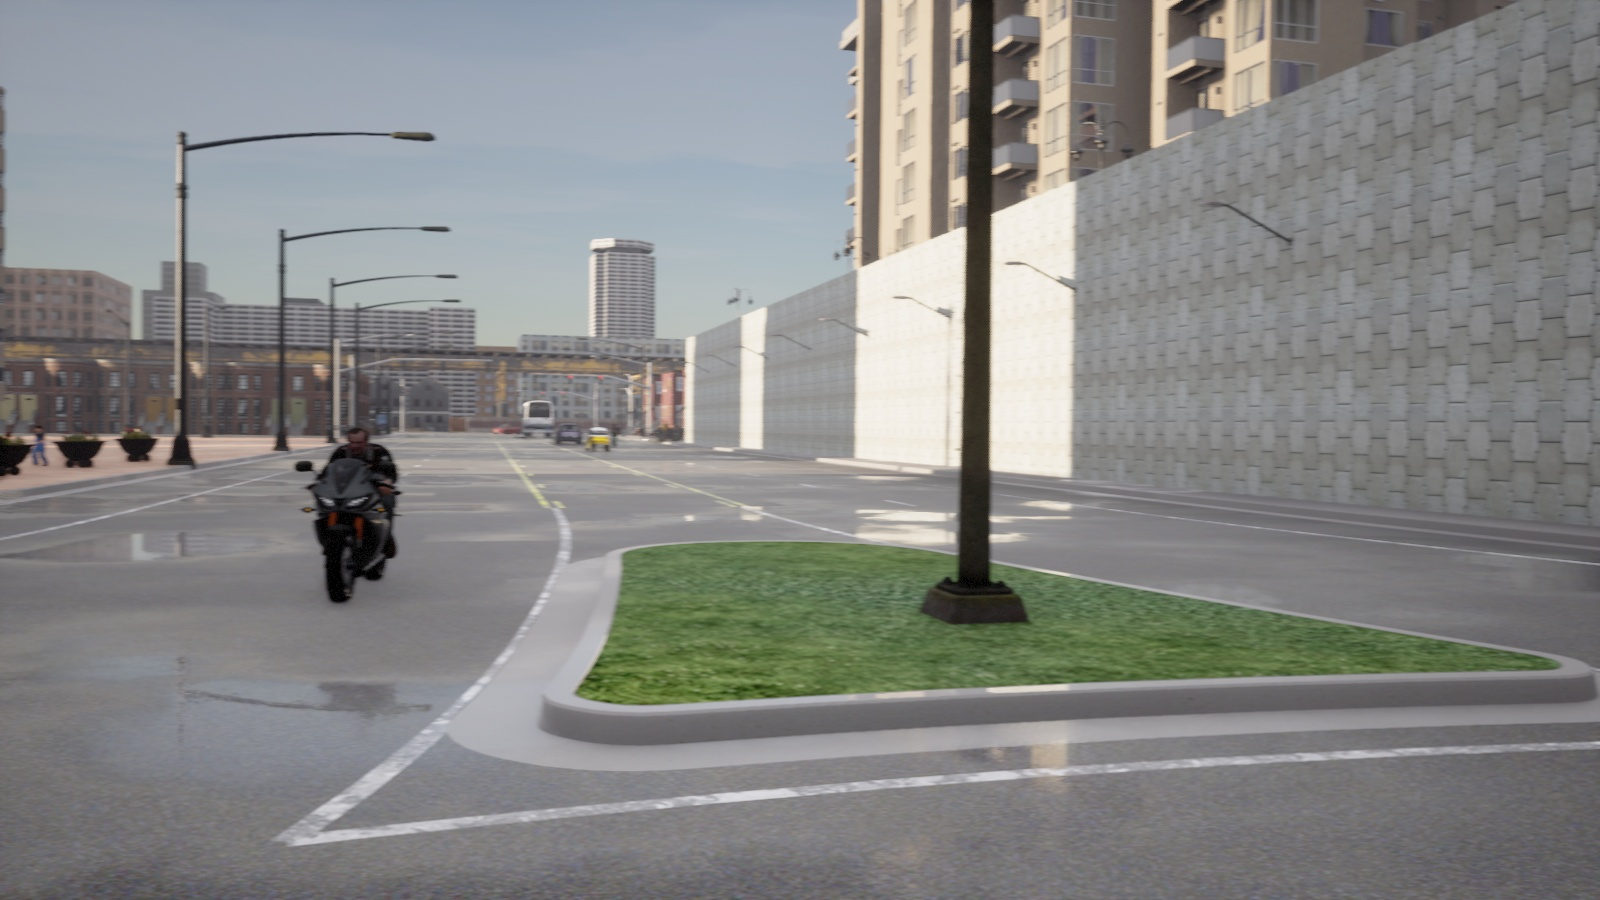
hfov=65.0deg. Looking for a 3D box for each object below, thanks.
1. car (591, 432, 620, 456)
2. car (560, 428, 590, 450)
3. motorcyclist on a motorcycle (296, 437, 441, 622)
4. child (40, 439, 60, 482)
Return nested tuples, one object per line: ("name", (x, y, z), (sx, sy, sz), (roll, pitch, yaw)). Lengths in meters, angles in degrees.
("car", (-11.262, -0.363, 72.604), (1.481, 1.376, 2.207), (-1, 1, -14))
("car", (-17.554, -0.885, 97.794), (2.033, 1.649, 4.856), (-1, 1, -14))
("motorcyclist on a motorcycle", (-3.958, 0.658, 11.709), (0.866, 1.530, 2.191), (-1, 1, -8))
("child", (-22.104, 0.306, 37.020), (0.270, 1.263, 0.437), (0, 1, 5))
